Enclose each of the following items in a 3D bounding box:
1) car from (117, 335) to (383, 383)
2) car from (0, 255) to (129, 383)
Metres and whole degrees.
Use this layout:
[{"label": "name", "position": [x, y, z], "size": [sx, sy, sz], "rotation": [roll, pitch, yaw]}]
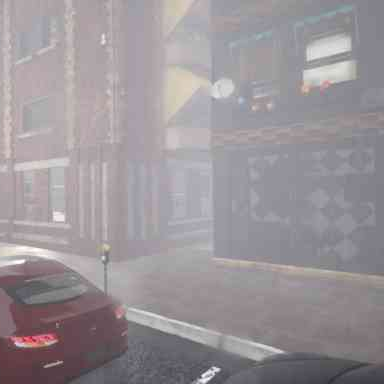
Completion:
[{"label": "car", "position": [1.891, 1.565, 1.500], "size": [4.313, 1.339, 1.947], "rotation": [0, -1, 35]}, {"label": "car", "position": [-2.722, 1.586, 4.776], "size": [4.206, 1.307, 1.802], "rotation": [0, -1, 35]}]
